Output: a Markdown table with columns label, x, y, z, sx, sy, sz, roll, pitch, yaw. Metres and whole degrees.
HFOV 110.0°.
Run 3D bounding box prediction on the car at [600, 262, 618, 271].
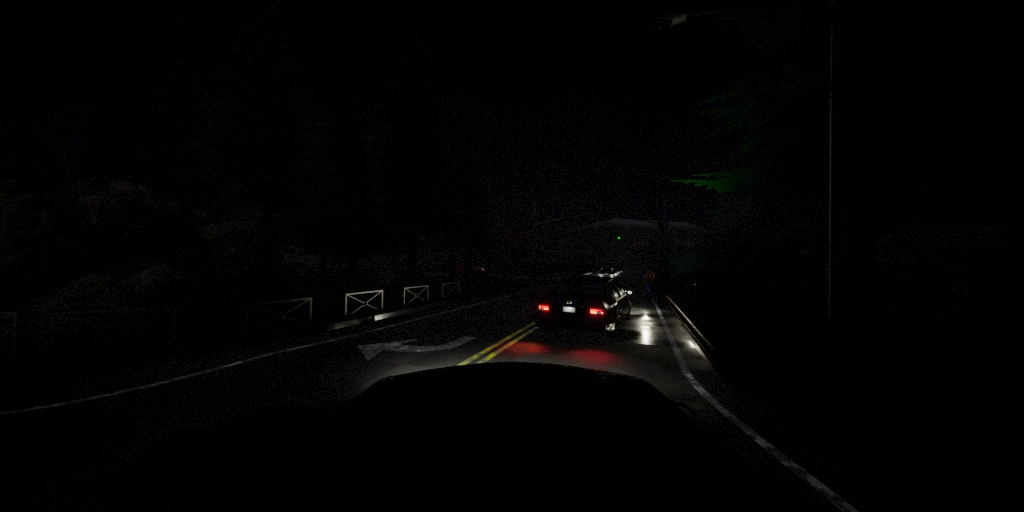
| label | x | y | z | sx | sy | sz | roll | pitch | yaw |
| --- | --- | --- | --- | --- | --- | --- | --- | --- | --- |
| car | 15.462 | 2.024 | 57.933 | 2.097 | 1.767 | 4.553 | 1 | -1 | 20 |

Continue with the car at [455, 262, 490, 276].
| label | x | y | z | sx | sy | sz | roll | pitch | yaw |
| --- | --- | --- | --- | --- | --- | --- | --- | --- | --- |
| car | -4.994 | 1.604 | 44.528 | 4.553 | 1.767 | 2.097 | 1 | -1 | 20 |

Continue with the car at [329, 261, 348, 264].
| label | x | y | z | sx | sy | sz | roll | pitch | yaw |
| --- | --- | --- | --- | --- | --- | --- | --- | --- | --- |
| car | -23.289 | 1.525 | 51.321 | 4.674 | 1.442 | 1.812 | 1 | -1 | 23 |

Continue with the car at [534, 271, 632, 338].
| label | x | y | z | sx | sy | sz | roll | pitch | yaw |
| --- | --- | --- | --- | --- | --- | --- | --- | --- | --- |
| car | 2.277 | 1.289 | 10.267 | 2.033 | 1.411 | 5.357 | 1 | -1 | 24 |

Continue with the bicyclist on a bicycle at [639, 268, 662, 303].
| label | x | y | z | sx | sy | sz | roll | pitch | yaw |
| --- | --- | --- | --- | --- | --- | --- | --- | --- | --- |
| bicyclist on a bicycle | 6.385 | 1.361 | 16.485 | 1.656 | 1.620 | 0.582 | 1 | -1 | -32 |

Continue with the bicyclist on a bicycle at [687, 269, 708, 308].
| label | x | y | z | sx | sy | sz | roll | pitch | yaw |
| --- | --- | --- | --- | --- | --- | --- | --- | --- | --- |
| bicyclist on a bicycle | 7.833 | 1.372 | 15.106 | 1.656 | 1.620 | 0.582 | 1 | -1 | -35 |

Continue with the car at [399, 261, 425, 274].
| label | x | y | z | sx | sy | sz | roll | pitch | yaw |
| --- | --- | --- | --- | --- | --- | --- | --- | --- | --- |
| car | -13.884 | 1.480 | 47.703 | 4.553 | 1.767 | 2.097 | 1 | -1 | 20 |
